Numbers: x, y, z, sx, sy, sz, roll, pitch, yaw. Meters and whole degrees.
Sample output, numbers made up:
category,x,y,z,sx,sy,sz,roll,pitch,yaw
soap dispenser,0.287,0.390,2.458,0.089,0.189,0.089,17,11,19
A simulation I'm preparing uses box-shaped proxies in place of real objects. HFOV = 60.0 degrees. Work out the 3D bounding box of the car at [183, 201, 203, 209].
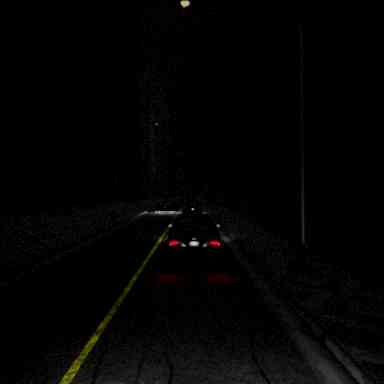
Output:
category,x,y,z,sx,sy,sz,roll,pitch,yaw
car,0.082,1.604,33.495,1.994,1.385,4.181,0,0,0

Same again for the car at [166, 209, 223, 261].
category,x,y,z,sx,sy,sz,roll,pitch,yaw
car,0.078,1.566,12.251,2.033,1.411,5.357,0,0,0

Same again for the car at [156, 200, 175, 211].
category,x,y,z,sx,sy,sz,roll,pitch,yaw
car,-3.107,1.611,40.002,1.994,1.385,4.181,0,0,0
